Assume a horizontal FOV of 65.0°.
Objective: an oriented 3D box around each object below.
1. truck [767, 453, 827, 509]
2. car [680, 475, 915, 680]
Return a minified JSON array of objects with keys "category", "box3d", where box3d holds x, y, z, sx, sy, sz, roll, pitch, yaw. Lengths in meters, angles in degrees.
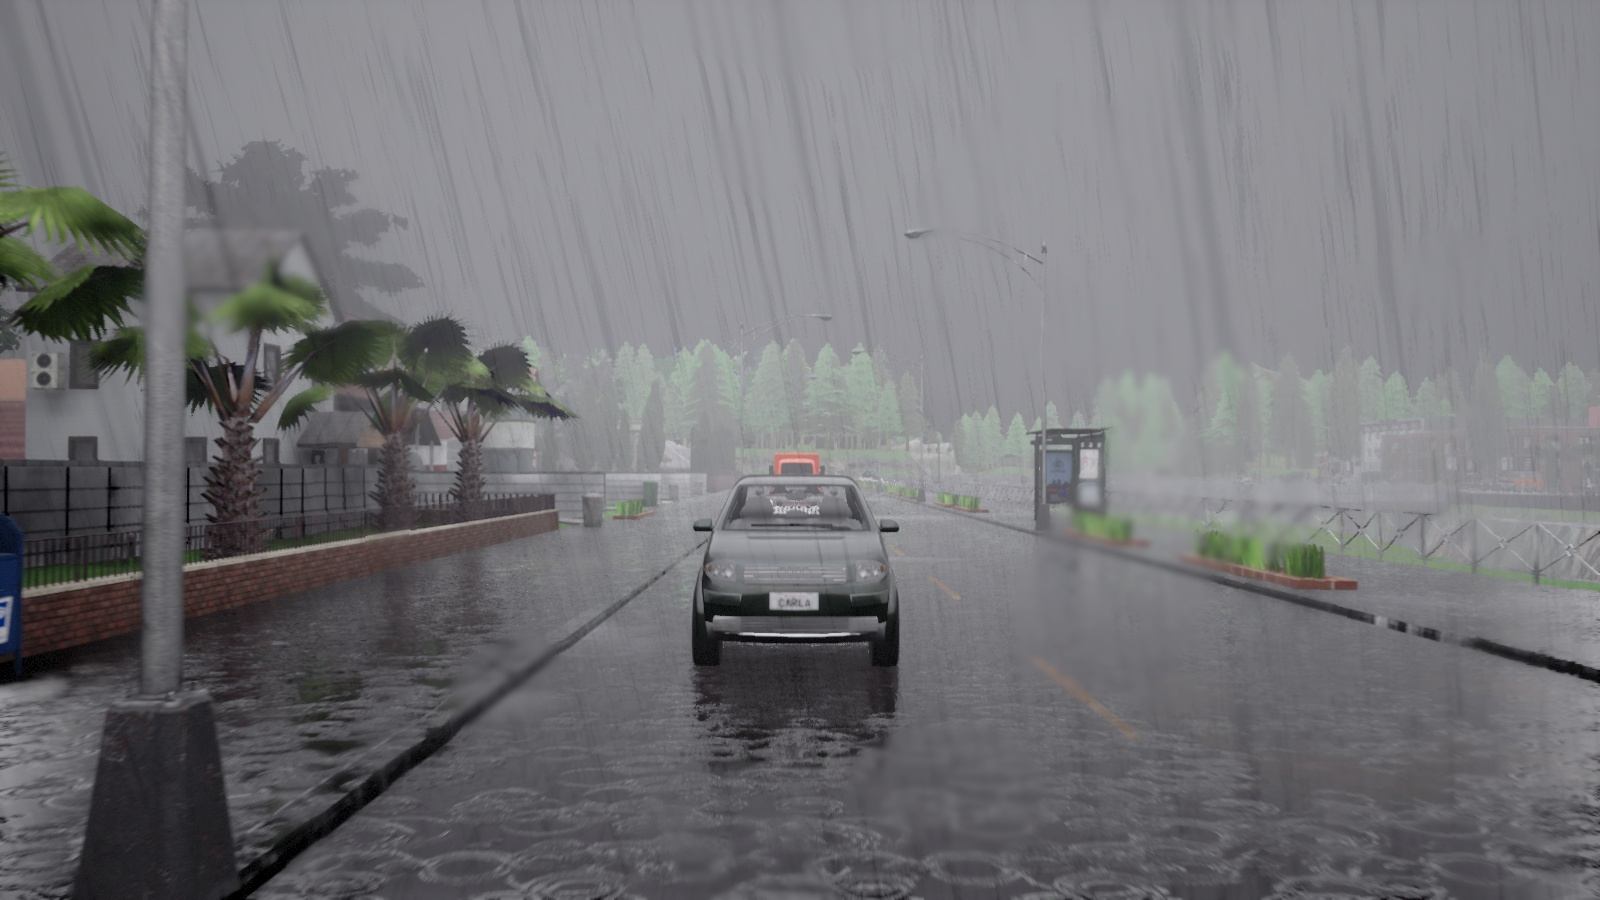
[{"category":"truck","box3d":[-0.140,1.412,58.282,2.627,2.467,5.204,0,-1,0]},{"category":"car","box3d":[-0.027,1.009,11.442,1.789,1.549,3.705,0,-1,0]}]
